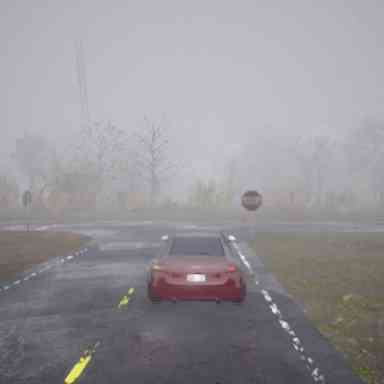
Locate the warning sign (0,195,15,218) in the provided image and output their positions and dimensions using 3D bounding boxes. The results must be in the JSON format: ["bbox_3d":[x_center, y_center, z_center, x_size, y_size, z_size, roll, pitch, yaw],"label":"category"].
[{"bbox_3d":[-15.460,1.193,27.422,1.060,1.860,1.300,0,0,2],"label":"warning sign"}]

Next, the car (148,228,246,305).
[{"bbox_3d":[0.151,1.580,8.218,1.994,1.385,4.181,0,0,2],"label":"car"}]
